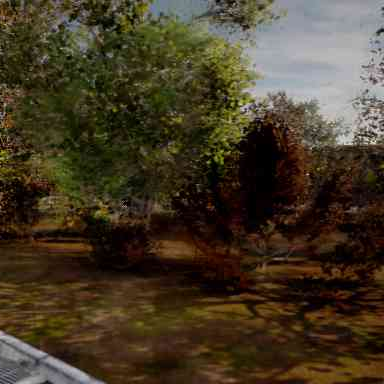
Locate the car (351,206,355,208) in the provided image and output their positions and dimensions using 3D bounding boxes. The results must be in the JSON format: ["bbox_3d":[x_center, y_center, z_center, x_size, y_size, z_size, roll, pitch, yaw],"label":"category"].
[{"bbox_3d":[18.422,2.334,37.664,2.002,1.452,4.674,0,0,35],"label":"car"}]
